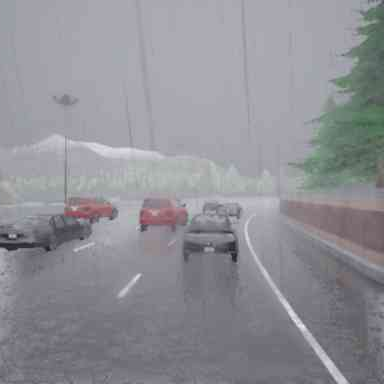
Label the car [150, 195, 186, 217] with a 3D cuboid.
[{"bbox_3d":[-2.414,1.399,35.121,2.150,2.045,5.566,0,0,14],"label":"car"}]

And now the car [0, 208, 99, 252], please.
[{"bbox_3d":[-6.148,1.629,14.381,2.033,1.411,5.357,0,0,6],"label":"car"}]

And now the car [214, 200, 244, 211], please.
[{"bbox_3d":[3.657,1.694,30.645,2.033,1.411,5.357,0,0,13],"label":"car"}]

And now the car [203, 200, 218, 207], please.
[{"bbox_3d":[2.602,1.700,39.888,1.837,1.490,4.892,0,0,17],"label":"car"}]

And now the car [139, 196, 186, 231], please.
[{"bbox_3d":[-1.687,1.331,21.186,2.150,2.045,5.566,0,0,9],"label":"car"}]

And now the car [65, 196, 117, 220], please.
[{"bbox_3d":[-7.930,1.365,26.442,2.150,2.045,5.566,0,0,10],"label":"car"}]

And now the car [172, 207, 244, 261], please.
[{"bbox_3d":[0.742,1.553,12.520,2.128,1.511,4.902,0,0,5],"label":"car"}]
